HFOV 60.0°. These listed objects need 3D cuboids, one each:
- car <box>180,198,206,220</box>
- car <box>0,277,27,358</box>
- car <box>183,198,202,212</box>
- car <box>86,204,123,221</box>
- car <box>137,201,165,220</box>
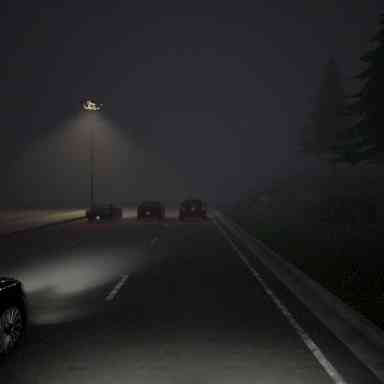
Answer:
[{"bbox_3d":[0.088,1.352,28.043,2.097,1.767,4.553,0,0,0],"label":"car"},{"bbox_3d":[-3.403,1.490,3.098,2.128,1.511,4.902,0,0,0],"label":"car"},{"bbox_3d":[0.122,1.491,40.308,2.128,1.511,4.902,0,0,1],"label":"car"},{"bbox_3d":[-6.913,1.601,26.765,1.895,1.301,4.718,0,0,0],"label":"car"},{"bbox_3d":[-3.412,1.477,28.160,1.882,1.535,5.008,0,0,0],"label":"car"}]
